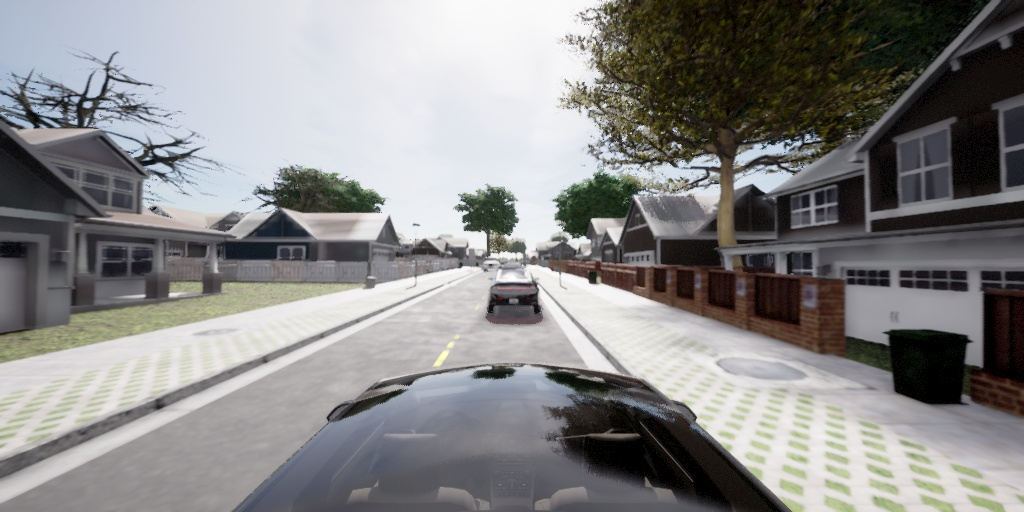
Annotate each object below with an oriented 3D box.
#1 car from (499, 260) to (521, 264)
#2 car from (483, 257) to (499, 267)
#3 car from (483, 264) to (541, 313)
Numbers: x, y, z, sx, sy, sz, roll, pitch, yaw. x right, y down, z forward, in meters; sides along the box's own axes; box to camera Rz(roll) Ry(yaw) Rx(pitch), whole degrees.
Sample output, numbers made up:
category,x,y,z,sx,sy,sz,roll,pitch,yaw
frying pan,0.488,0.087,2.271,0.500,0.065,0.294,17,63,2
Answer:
category,x,y,z,sx,sy,sz,roll,pitch,yaw
car,0.093,1.274,30.858,1.882,1.535,5.008,0,0,0
car,-2.794,1.125,49.744,2.150,2.045,5.566,0,-1,0
car,0.077,1.254,14.103,2.128,1.511,4.902,0,0,0
